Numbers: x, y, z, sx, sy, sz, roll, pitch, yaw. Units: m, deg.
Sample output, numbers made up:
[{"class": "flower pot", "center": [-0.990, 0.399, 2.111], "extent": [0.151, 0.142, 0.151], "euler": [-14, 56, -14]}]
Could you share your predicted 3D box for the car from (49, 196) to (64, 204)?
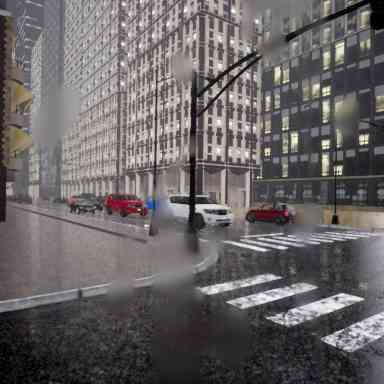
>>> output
[{"class": "car", "center": [-24.196, 1.504, 61.610], "extent": [2.033, 1.411, 5.357], "euler": [1, -1, -38]}]

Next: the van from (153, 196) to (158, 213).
[{"class": "van", "center": [-4.075, 1.382, 37.746], "extent": [1.690, 1.788, 3.998], "euler": [1, -1, -35]}]

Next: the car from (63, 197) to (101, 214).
[{"class": "car", "center": [-10.909, 1.427, 32.890], "extent": [2.008, 1.369, 4.403], "euler": [1, -1, -35]}]

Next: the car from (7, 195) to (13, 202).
[{"class": "car", "center": [-37.086, 1.397, 69.725], "extent": [1.947, 1.339, 4.313], "euler": [1, -1, -35]}]

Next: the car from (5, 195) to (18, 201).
[{"class": "car", "center": [-40.357, 1.378, 74.329], "extent": [2.008, 1.369, 4.403], "euler": [1, -1, -35]}]

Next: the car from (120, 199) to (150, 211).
[{"class": "car", "center": [-7.351, 1.584, 42.348], "extent": [2.008, 1.369, 4.403], "euler": [1, -1, -35]}]

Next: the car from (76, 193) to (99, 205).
[{"class": "car", "center": [-18.557, 1.249, 58.845], "extent": [2.150, 2.045, 5.566], "euler": [1, -1, -35]}]

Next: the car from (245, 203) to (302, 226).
[{"class": "car", "center": [5.740, 1.505, 23.932], "extent": [1.967, 1.590, 4.097], "euler": [1, -1, -35]}]

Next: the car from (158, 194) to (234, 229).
[{"class": "car", "center": [0.267, 1.173, 21.644], "extent": [2.150, 2.045, 5.566], "euler": [1, -1, -35]}]

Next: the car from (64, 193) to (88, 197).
[{"class": "car", "center": [-18.629, 1.317, 53.746], "extent": [2.097, 1.767, 4.553], "euler": [1, -1, -36]}]

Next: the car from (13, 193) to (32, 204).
[{"class": "car", "center": [-30.538, 1.155, 60.518], "extent": [2.192, 1.841, 5.009], "euler": [1, -1, -35]}]

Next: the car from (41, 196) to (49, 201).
[{"class": "car", "center": [-36.801, 1.571, 83.786], "extent": [1.802, 1.307, 4.206], "euler": [1, -1, -35]}]

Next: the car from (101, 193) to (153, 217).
[{"class": "car", "center": [-6.102, 1.155, 30.603], "extent": [2.150, 2.045, 5.566], "euler": [1, -1, -35]}]

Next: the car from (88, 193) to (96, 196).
[{"class": "car", "center": [-14.464, 1.380, 53.093], "extent": [2.097, 1.767, 4.553], "euler": [1, -1, -35]}]
